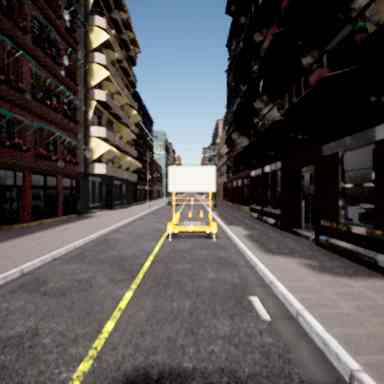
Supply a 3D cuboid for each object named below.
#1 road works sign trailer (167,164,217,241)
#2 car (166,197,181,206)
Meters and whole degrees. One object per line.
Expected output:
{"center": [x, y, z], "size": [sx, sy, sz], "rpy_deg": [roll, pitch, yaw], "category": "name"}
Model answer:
{"center": [0.007, 0.423, 16.470], "size": [2.380, 3.560, 2.880], "rpy_deg": [0, 0, 0], "category": "road works sign trailer"}
{"center": [-2.802, 1.454, 51.251], "size": [1.994, 1.385, 4.181], "rpy_deg": [0, 0, 0], "category": "car"}
